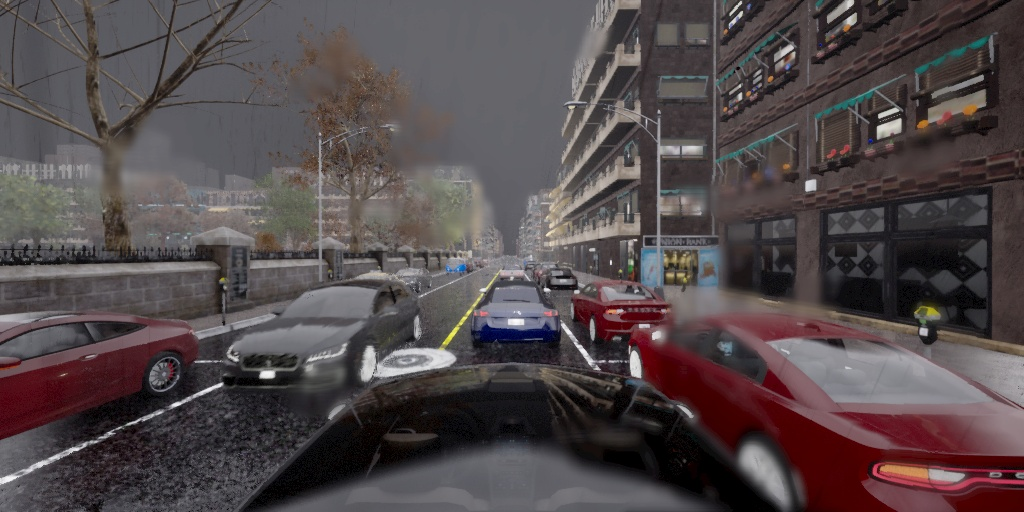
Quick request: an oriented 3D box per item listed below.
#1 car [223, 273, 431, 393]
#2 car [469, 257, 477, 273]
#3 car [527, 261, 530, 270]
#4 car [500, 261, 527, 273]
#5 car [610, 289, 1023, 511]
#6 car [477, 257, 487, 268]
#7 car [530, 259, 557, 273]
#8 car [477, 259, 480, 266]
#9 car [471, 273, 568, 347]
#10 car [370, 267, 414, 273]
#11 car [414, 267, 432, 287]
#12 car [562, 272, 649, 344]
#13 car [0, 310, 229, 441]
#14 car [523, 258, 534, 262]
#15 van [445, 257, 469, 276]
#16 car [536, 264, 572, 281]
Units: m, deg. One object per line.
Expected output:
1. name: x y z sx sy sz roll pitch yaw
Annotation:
1. car: -3.109 1.254 6.986 1.837 1.490 4.892 0 0 0
2. car: -5.785 1.071 42.659 2.192 1.841 5.009 0 0 0
3. car: 2.622 1.319 31.609 1.948 1.339 4.313 0 0 0
4. car: 0.034 1.354 29.341 1.895 1.301 4.718 0 0 1
5. car: 2.686 1.295 3.934 1.888 1.381 4.507 0 0 0
6. car: -5.823 1.077 59.265 2.192 1.841 5.009 0 0 0
7. car: 2.635 1.192 26.074 1.967 1.591 4.097 0 0 0
8. car: -5.797 1.309 48.194 2.007 1.370 4.403 0 0 0
9. car: 0.082 1.314 9.307 1.994 1.385 4.181 0 0 0
10. car: -5.719 1.275 14.814 1.751 1.417 4.829 0 0 0
11. car: -5.733 1.301 20.519 2.007 1.370 4.403 0 0 0
12. car: 2.674 1.295 9.469 1.888 1.381 4.507 0 0 0
13. car: -5.694 1.332 3.914 1.802 1.307 4.207 0 0 0
14. car: 2.583 1.324 48.214 1.948 1.339 4.313 0 0 0
15. van: -5.772 1.095 37.123 1.690 1.789 3.998 0 0 0
16. car: 2.648 1.317 20.539 1.948 1.339 4.313 0 0 0
